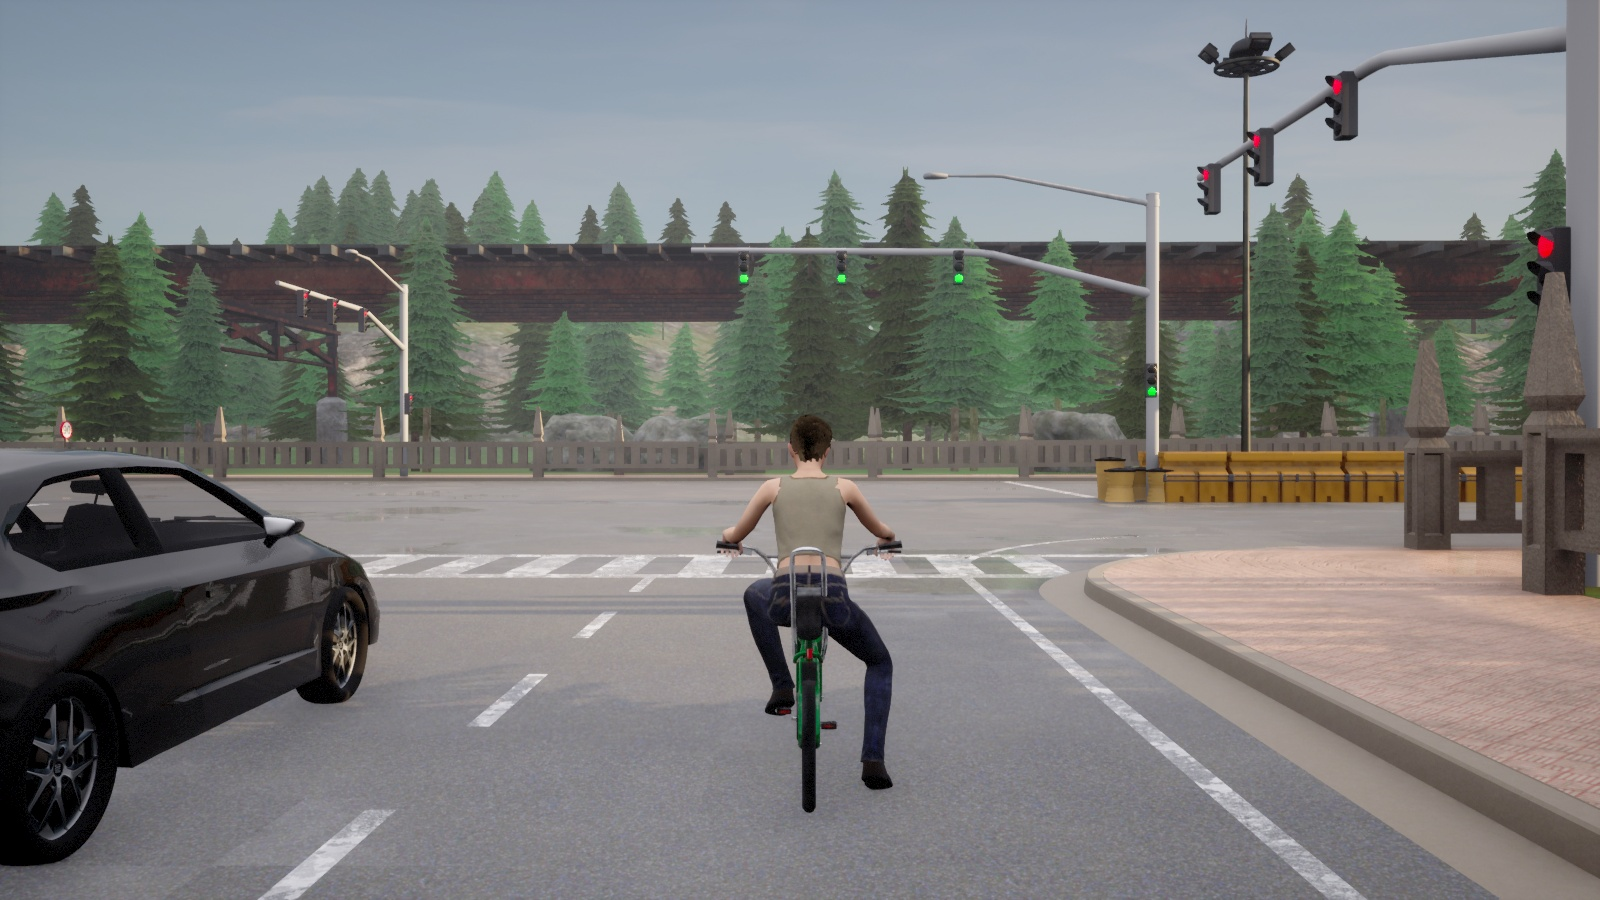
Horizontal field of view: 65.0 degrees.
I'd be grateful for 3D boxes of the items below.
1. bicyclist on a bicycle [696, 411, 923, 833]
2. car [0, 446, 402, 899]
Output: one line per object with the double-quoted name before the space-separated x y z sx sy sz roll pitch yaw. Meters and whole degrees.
"bicyclist on a bicycle" 0.040 0.652 5.554 0.866 1.612 1.509 0 0 0
"car" -3.453 0.724 5.914 1.816 1.474 4.193 0 0 0
